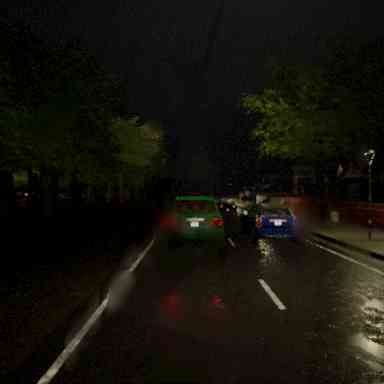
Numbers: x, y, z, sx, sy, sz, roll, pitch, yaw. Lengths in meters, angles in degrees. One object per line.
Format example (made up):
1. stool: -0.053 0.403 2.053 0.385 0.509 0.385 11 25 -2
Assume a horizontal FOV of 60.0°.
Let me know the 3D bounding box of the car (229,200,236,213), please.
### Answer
1. car: 3.603 1.499 35.738 1.895 1.301 4.718 0 0 0

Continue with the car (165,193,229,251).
1. car: 0.098 1.204 14.148 2.150 2.045 5.566 0 0 0

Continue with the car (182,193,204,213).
1. car: 0.097 1.117 36.114 2.150 2.045 5.566 0 0 0

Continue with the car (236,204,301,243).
1. car: 3.599 1.330 16.022 2.097 1.767 4.553 0 0 0
